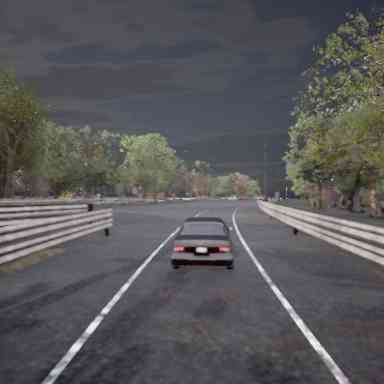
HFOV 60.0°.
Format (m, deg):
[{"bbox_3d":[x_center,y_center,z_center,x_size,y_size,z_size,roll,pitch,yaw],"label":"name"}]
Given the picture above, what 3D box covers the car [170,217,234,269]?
[{"bbox_3d":[0.407,1.546,11.114,2.033,1.411,5.357,0,0,4],"label":"car"}]
